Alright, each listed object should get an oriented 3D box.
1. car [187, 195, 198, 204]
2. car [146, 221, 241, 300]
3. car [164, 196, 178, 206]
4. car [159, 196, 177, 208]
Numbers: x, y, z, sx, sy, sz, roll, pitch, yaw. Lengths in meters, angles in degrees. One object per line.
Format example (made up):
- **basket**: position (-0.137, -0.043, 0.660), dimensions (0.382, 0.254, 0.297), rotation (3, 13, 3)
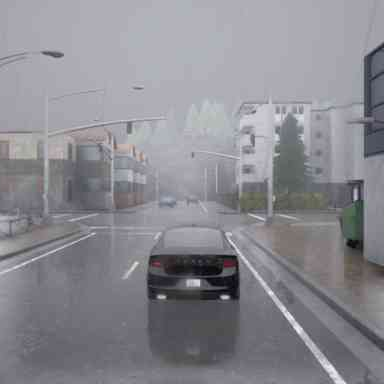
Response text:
- **car**: position (0.090, 1.350, 64.031), dimensions (2.097, 1.767, 4.553), rotation (0, 0, 0)
- **car**: position (0.047, 1.478, 8.434), dimensions (1.882, 1.535, 5.008), rotation (0, 0, 1)
- **car**: position (-3.591, 1.491, 57.752), dimensions (2.128, 1.511, 4.902), rotation (0, 0, 0)
- **car**: position (-3.609, 1.477, 47.401), dimensions (1.882, 1.535, 5.008), rotation (0, 0, 0)
